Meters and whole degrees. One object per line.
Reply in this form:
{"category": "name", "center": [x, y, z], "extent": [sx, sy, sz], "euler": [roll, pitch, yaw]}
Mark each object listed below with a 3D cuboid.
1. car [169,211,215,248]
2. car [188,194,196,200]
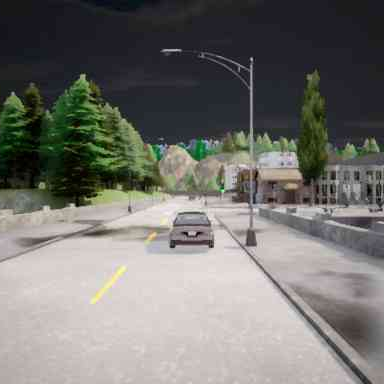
{"category": "car", "center": [0.000, 1.561, 14.650], "extent": [2.033, 1.411, 5.357], "euler": [0, 0, 0]}
{"category": "car", "center": [0.000, 1.409, 85.422], "extent": [2.128, 1.511, 4.902], "euler": [0, 0, 0]}
